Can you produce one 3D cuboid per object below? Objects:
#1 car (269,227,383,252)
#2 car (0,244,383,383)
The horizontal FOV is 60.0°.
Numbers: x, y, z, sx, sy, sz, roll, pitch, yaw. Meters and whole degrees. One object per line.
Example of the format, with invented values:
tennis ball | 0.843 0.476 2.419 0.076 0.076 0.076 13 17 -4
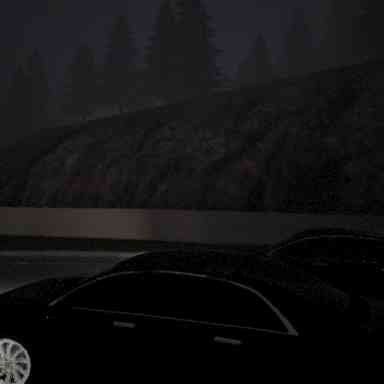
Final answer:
car | 2.600 1.432 6.300 4.892 1.490 1.837 1 0 27
car | -0.266 1.449 3.842 4.892 1.490 1.837 0 -1 22
